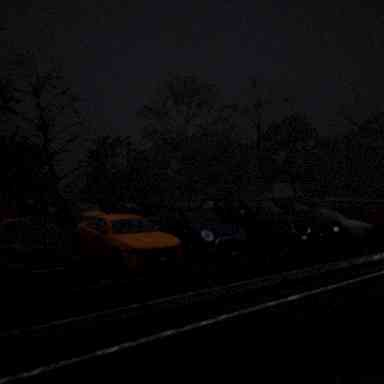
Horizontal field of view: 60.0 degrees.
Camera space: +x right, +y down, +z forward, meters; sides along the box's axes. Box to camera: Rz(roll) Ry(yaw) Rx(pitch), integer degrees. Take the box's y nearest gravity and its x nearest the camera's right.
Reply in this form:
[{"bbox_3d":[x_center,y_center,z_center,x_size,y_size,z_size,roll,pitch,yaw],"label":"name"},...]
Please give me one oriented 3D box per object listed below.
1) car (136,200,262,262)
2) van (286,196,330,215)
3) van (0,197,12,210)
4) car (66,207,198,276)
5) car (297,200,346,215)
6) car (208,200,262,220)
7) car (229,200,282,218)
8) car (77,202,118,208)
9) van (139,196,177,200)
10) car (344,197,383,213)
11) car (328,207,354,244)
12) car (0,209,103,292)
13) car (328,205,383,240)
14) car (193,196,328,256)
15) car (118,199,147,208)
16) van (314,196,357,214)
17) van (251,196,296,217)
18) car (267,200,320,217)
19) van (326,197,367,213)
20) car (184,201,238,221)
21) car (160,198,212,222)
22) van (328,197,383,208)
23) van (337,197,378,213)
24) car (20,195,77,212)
[{"bbox_3d":[0.042,1.360,12.331,2.185,1.767,4.553,1,0,-35],"label":"car"},{"bbox_3d":[13.006,1.480,37.458,1.878,1.987,4.442,1,0,-35],"label":"van"},{"bbox_3d":[-12.037,1.234,19.889,1.878,1.987,4.442,0,0,-35],"label":"van"},{"bbox_3d":[-2.206,1.468,10.698,2.097,1.535,5.008,0,0,-35],"label":"car"},{"bbox_3d":[15.189,1.731,39.164,2.097,1.535,5.008,1,0,-35],"label":"car"},{"bbox_3d":[3.918,1.608,31.115,2.097,1.535,5.008,1,0,-35],"label":"car"},{"bbox_3d":[6.174,1.634,32.723,2.231,1.521,4.892,1,0,-35],"label":"car"},{"bbox_3d":[-7.253,1.484,22.928,1.946,1.575,5.366,0,0,-35],"label":"car"},{"bbox_3d":[-2.918,1.308,26.391,1.878,1.987,4.442,1,0,-35],"label":"van"},{"bbox_3d":[24.115,1.725,45.488,2.435,2.045,5.566,2,-1,-35],"label":"car"},{"bbox_3d":[4.559,1.562,15.550,2.163,1.488,4.792,1,0,-35],"label":"car"},{"bbox_3d":[-4.462,1.461,9.088,2.231,1.521,4.892,0,0,-35],"label":"car"},{"bbox_3d":[6.834,1.597,17.139,2.002,1.452,4.674,1,0,-35],"label":"car"},{"bbox_3d":[2.334,1.256,13.892,2.435,2.045,5.566,1,0,-35],"label":"car"},{"bbox_3d":[-5.104,1.511,24.680,2.231,1.521,4.892,1,0,-35],"label":"car"},{"bbox_3d":[17.395,1.543,40.588,1.878,1.987,4.442,1,-1,-35],"label":"van"},{"bbox_3d":[8.360,1.431,34.432,1.878,1.987,4.442,1,0,-35],"label":"van"},{"bbox_3d":[10.790,1.679,35.794,1.946,1.575,5.366,1,0,-36],"label":"car"},{"bbox_3d":[19.623,1.616,42.463,1.878,1.987,4.442,2,-1,-35],"label":"van"},{"bbox_3d":[1.560,1.582,29.434,2.097,1.535,5.008,1,0,-35],"label":"car"},{"bbox_3d":[-0.577,1.433,27.877,2.185,1.767,4.553,1,0,-35],"label":"car"},{"bbox_3d":[9.030,1.356,18.845,1.878,1.987,4.442,1,0,-35],"label":"van"},{"bbox_3d":[21.775,1.682,43.998,1.878,1.987,4.442,2,-1,-35],"label":"van"},{"bbox_3d":[-9.630,1.217,21.495,2.435,2.045,5.566,0,0,-35],"label":"car"}]
